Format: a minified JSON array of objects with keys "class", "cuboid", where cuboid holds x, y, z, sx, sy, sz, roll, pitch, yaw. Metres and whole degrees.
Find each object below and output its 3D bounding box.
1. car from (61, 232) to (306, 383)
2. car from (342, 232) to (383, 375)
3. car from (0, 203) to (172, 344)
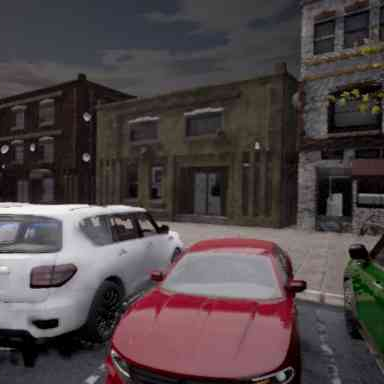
[{"class":"car","cuboid":[0.576,1.498,5.006,2.097,1.535,5.008,0,-1,16]},{"class":"car","cuboid":[3.022,1.228,3.289,2.435,2.045,5.566,0,-1,16]},{"class":"car","cuboid":[-1.868,1.267,6.781,2.435,2.045,5.566,0,-1,15]}]
